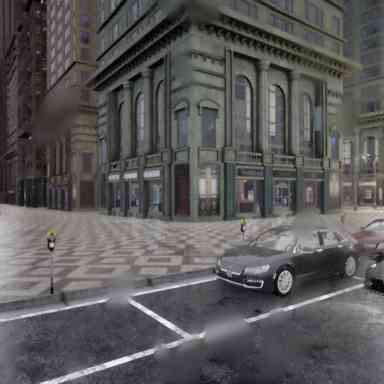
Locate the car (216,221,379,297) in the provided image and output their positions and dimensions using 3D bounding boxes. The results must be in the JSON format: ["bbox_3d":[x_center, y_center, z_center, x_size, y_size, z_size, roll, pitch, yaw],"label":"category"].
[{"bbox_3d":[2.588,1.550,8.484,4.403,1.369,2.008,0,0,-35],"label":"car"}]

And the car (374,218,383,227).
[{"bbox_3d":[7.000,1.582,11.620,4.206,1.307,1.802,0,0,-35],"label":"car"}]

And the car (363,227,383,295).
[{"bbox_3d":[5.677,1.564,7.411,4.181,1.385,1.994,0,0,-35],"label":"car"}]
